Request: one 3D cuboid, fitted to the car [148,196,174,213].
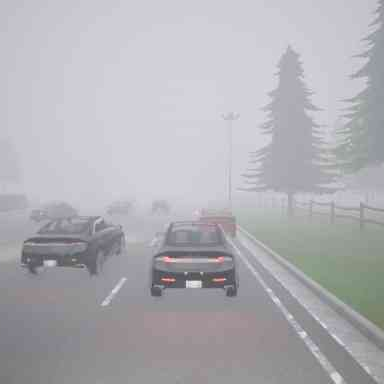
[{"bbox_3d":[-3.405,1.504,37.142,1.837,1.490,4.892,0,0,0],"label":"car"}]

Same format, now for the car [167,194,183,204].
[{"bbox_3d":[-3.410,1.490,66.106,2.128,1.511,4.902,0,0,0],"label":"car"}]

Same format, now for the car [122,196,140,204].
[{"bbox_3d":[-10.408,1.490,58.677,2.128,1.511,4.902,0,0,0],"label":"car"}]

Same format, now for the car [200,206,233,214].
[{"bbox_3d":[1.222,1.477,17.909,1.882,1.535,5.008,0,0,0],"label":"car"}]

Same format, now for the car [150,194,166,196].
[{"bbox_3d":[-6.910,1.524,68.019,1.812,1.442,4.674,0,0,0],"label":"car"}]

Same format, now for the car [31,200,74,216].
[{"bbox_3d":[-10.404,1.547,25.517,2.033,1.411,5.357,0,0,0],"label":"car"}]

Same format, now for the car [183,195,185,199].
[{"bbox_3d":[-3.513,1.476,90.207,1.882,1.535,5.008,0,0,0],"label":"car"}]

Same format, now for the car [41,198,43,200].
[{"bbox_3d":[-14.570,1.563,36.265,1.994,1.385,4.181,0,0,-7],"label":"car"}]

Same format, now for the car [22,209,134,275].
[{"bbox_3d":[-3.402,1.491,10.399,2.128,1.511,4.902,0,0,0],"label":"car"}]

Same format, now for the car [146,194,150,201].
[{"bbox_3d":[-10.512,1.538,84.593,2.033,1.411,5.357,0,0,0],"label":"car"}]

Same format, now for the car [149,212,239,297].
[{"bbox_3d":[0.051,1.491,8.567,2.128,1.511,4.902,0,0,0],"label":"car"}]

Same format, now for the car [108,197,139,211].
[{"bbox_3d":[-6.906,1.546,32.722,2.033,1.411,5.357,0,0,0],"label":"car"}]

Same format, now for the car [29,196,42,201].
[{"bbox_3d":[-38.528,1.593,82.100,1.895,1.301,4.718,0,0,-44],"label":"car"}]
